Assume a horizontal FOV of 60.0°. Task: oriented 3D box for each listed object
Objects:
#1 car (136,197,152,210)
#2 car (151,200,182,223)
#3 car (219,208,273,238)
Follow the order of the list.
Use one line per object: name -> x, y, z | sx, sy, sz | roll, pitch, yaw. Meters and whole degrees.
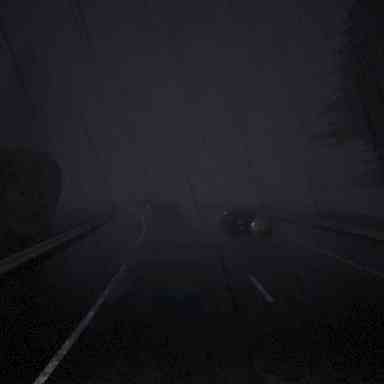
car -> -5.798, 1.416, 41.094 | 1.837, 1.490, 4.892 | 0, 1, -17
car -> -1.857, 1.470, 24.845 | 1.812, 1.442, 4.674 | 0, 0, -9
car -> 2.688, 1.521, 17.374 | 1.994, 1.385, 4.181 | 0, 0, -6
